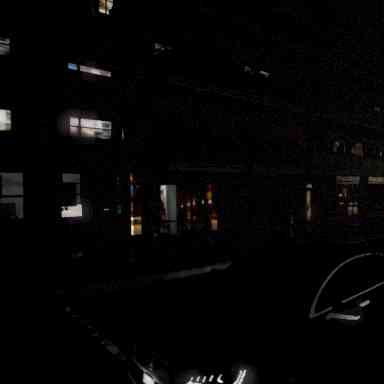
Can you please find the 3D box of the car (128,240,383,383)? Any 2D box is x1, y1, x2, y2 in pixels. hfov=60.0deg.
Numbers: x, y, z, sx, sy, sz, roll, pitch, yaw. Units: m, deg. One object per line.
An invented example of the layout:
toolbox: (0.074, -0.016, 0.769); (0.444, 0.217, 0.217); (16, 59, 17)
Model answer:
car: (1.509, 1.503, 4.576); (4.892, 1.490, 1.837); (0, 0, -38)
